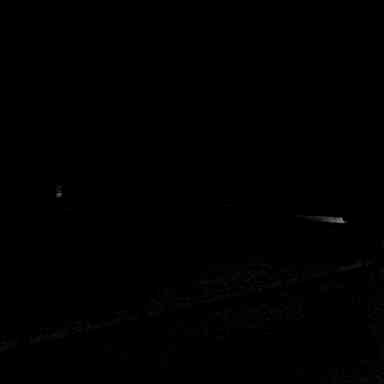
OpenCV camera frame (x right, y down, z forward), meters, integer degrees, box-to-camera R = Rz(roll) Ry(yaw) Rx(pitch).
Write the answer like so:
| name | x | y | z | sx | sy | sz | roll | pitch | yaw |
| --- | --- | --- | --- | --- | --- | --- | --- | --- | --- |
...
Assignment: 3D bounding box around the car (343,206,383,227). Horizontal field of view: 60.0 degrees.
| name | x | y | z | sx | sy | sz | roll | pitch | yaw |
| --- | --- | --- | --- | --- | --- | --- | --- | --- | --- |
| car | 13.214 | 1.724 | 24.323 | 1.994 | 1.385 | 4.181 | 1 | 0 | -23 |
